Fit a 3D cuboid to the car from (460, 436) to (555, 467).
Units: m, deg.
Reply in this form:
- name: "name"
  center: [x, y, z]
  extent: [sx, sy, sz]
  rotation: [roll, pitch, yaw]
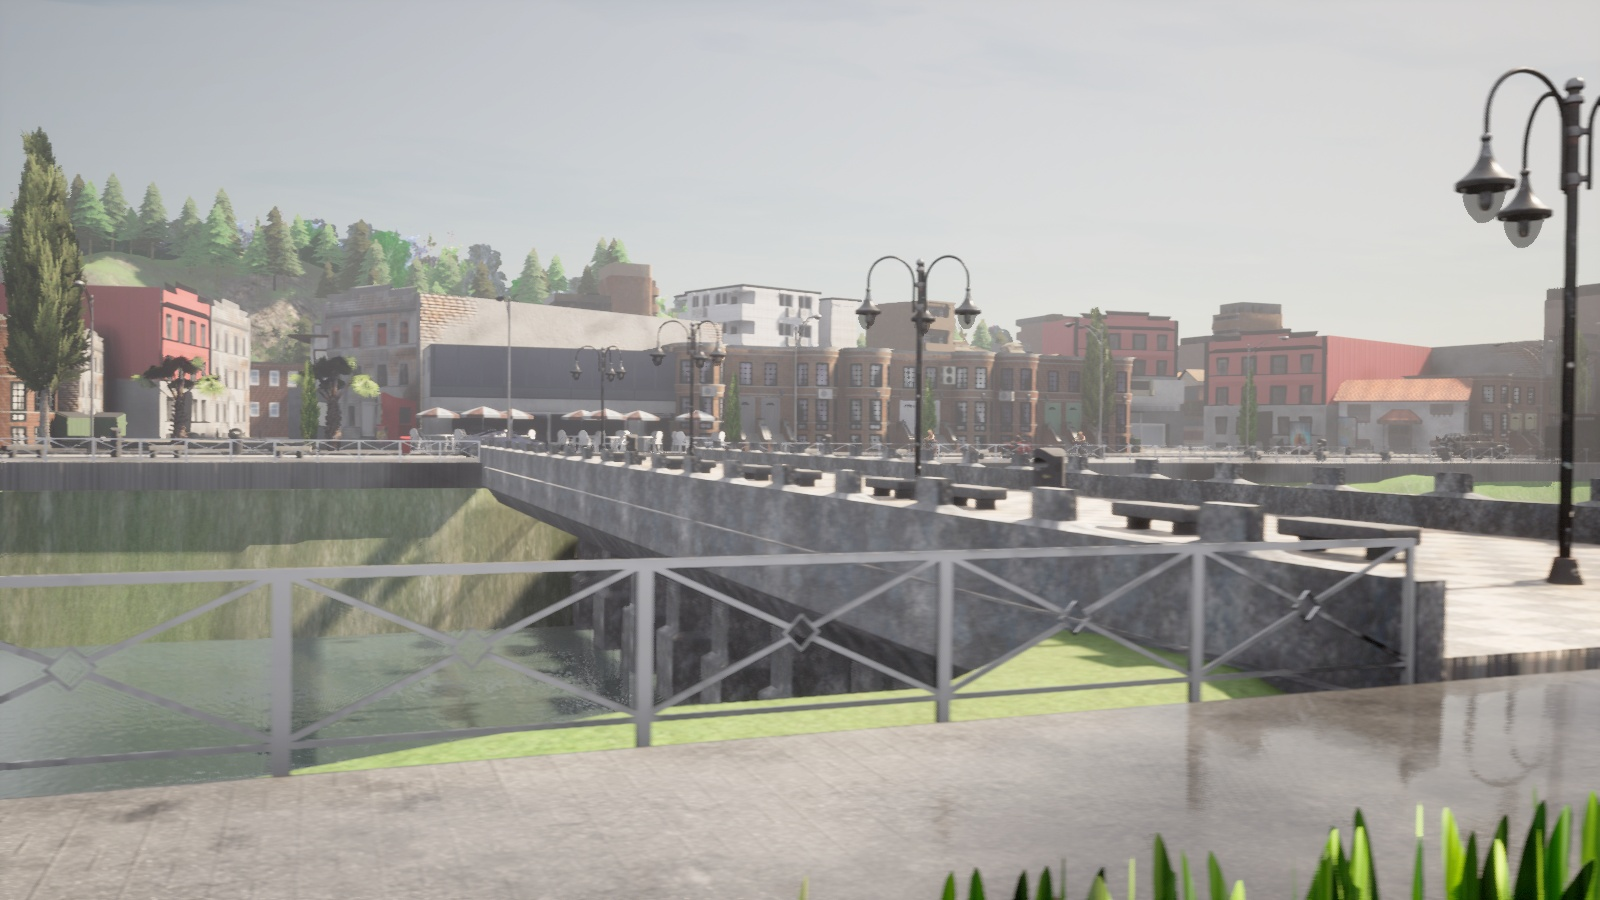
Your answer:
- name: "car"
  center: [-14.037, 0.035, 60.138]
  extent: [4.181, 1.385, 1.994]
  rotation: [-1, 1, -21]

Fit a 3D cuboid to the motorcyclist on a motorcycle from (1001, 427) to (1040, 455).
- name: "motorcyclist on a motorcycle"
  center: [12.311, -0.494, 70.149]
  extent: [2.044, 1.523, 0.797]
  rotation: [-1, 1, -21]

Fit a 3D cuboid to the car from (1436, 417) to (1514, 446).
- name: "car"
  center: [44.239, -1.202, 82.279]
  extent: [4.605, 1.855, 1.932]
  rotation: [-1, 1, -21]
